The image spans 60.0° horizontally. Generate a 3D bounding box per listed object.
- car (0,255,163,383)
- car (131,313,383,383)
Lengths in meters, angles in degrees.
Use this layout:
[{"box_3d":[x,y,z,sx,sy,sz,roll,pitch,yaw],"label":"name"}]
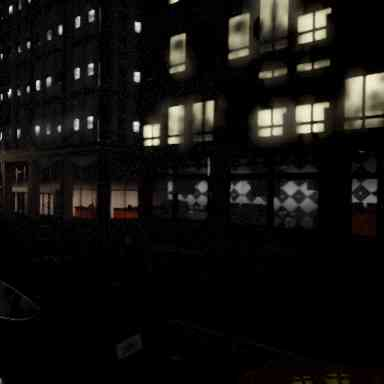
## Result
[{"box_3d":[-2.311,1.563,4.510,4.313,1.339,1.947,0,1,36],"label":"car"},{"box_3d":[2.129,1.527,1.340,4.829,1.417,1.752,0,1,36],"label":"car"}]
